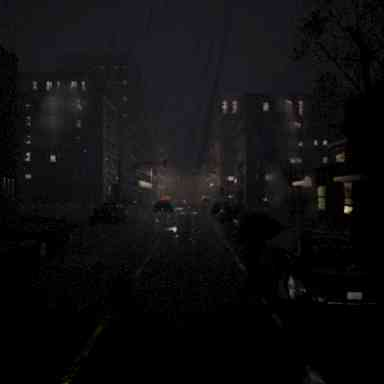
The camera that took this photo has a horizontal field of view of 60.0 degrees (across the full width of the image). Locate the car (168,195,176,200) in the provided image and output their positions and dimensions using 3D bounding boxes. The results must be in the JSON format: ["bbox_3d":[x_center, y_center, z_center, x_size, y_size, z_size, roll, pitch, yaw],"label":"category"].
[{"bbox_3d":[-5.660,1.596,93.576,1.947,1.339,4.313,0,0,0],"label":"car"}]

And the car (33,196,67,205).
[{"bbox_3d":[-19.985,1.163,46.790,4.507,1.381,1.887,1,-2,0],"label":"car"}]

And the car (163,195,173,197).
[{"bbox_3d":[-5.756,1.557,72.143,1.887,1.381,4.507,0,0,0],"label":"car"}]

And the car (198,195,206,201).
[{"bbox_3d":[2.719,1.591,87.909,1.947,1.339,4.313,0,0,0],"label":"car"}]

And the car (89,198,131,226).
[{"bbox_3d":[-5.806,1.438,23.348,1.967,1.590,4.097,0,0,0],"label":"car"}]

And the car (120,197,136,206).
[{"bbox_3d":[-10.488,1.417,49.628,4.181,1.385,1.994,2,0,-1],"label":"car"}]

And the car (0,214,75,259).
[{"bbox_3d":[-5.803,1.549,12.529,2.008,1.369,4.403,0,0,0],"label":"car"}]

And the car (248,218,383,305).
[{"bbox_3d":[2.800,1.549,7.900,2.008,1.369,4.403,0,0,0],"label":"car"}]

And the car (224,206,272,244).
[{"bbox_3d":[2.830,1.563,15.445,1.947,1.339,4.313,0,0,0],"label":"car"}]

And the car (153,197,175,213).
[{"bbox_3d":[-3.031,1.563,36.452,1.994,1.385,4.181,0,0,1],"label":"car"}]

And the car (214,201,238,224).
[{"bbox_3d":[2.833,1.579,24.446,1.802,1.307,4.206,0,0,0],"label":"car"}]

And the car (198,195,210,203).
[{"bbox_3d":[2.827,1.451,70.919,1.967,1.590,4.097,0,0,0],"label":"car"}]

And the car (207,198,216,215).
[{"bbox_3d":[2.835,1.543,33.448,1.887,1.381,4.507,0,0,0],"label":"car"}]

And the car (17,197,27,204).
[{"bbox_3d":[-25.666,1.057,46.815,4.507,1.381,1.887,1,-2,0],"label":"car"}]
